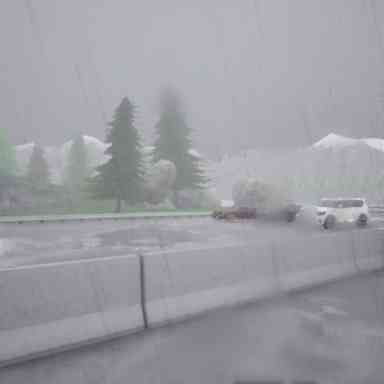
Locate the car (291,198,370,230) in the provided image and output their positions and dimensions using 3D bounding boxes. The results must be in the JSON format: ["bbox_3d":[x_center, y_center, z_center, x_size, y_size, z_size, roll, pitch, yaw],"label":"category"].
[{"bbox_3d":[9.779,1.412,22.838,5.566,2.045,2.150,1,0,-29],"label":"car"}]

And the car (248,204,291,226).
[{"bbox_3d":[7.062,1.646,25.294,5.008,1.535,1.882,1,0,-29],"label":"car"}]

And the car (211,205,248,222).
[{"bbox_3d":[3.911,1.741,27.530,4.718,1.301,1.895,1,0,-30],"label":"car"}]
